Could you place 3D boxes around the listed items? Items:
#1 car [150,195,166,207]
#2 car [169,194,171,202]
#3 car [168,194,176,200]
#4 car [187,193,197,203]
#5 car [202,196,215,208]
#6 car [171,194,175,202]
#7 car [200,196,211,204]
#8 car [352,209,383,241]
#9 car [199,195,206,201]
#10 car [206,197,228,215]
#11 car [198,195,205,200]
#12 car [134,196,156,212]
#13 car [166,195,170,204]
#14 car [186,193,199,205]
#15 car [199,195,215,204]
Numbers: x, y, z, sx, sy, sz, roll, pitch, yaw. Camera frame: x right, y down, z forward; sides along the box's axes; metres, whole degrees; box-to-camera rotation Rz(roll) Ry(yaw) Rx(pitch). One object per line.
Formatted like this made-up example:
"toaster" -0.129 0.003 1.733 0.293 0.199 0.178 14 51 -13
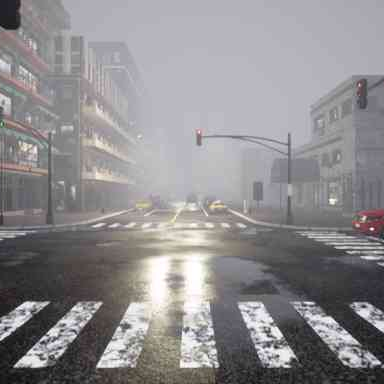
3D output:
"car" -5.690 1.347 50.448 2.192 1.841 5.009 0 0 0
"car" -5.692 1.581 66.895 1.752 1.417 4.829 0 0 0
"car" -5.694 1.426 94.762 2.192 1.841 5.009 0 0 0
"car" -0.004 1.176 70.670 2.150 2.045 5.566 0 0 0
"car" 2.690 1.607 44.909 1.802 1.307 4.206 0 0 0
"car" -5.693 1.621 78.144 1.887 1.381 4.507 0 0 0
"car" 2.688 1.606 67.066 2.008 1.369 4.403 0 0 0
"car" 10.765 1.270 15.894 5.566 2.045 2.150 0 0 3
"car" 2.687 1.624 89.393 1.752 1.417 4.829 0 0 0
"car" 2.691 1.541 34.001 1.752 1.417 4.829 0 0 0
"car" 2.686 1.661 94.762 2.008 1.369 4.403 0 0 0
"car" -5.691 1.546 39.199 1.752 1.417 4.829 0 0 0
"car" -5.692 1.598 61.526 2.008 1.369 4.403 0 0 0
"car" -0.004 1.397 60.607 2.097 1.767 4.553 0 0 0
"car" 2.690 1.347 50.449 2.192 1.841 5.009 0 0 0
